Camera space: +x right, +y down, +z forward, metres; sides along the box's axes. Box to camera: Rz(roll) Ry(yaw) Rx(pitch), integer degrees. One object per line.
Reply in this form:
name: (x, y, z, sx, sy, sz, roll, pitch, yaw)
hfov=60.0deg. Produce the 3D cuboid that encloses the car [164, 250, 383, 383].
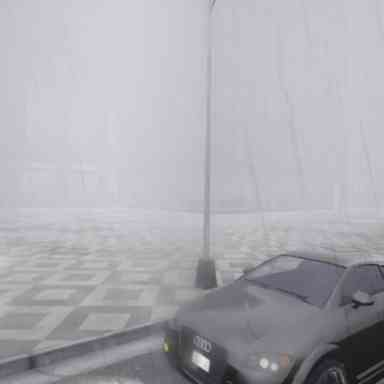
car: (1.706, 1.578, 4.627, 4.181, 1.385, 1.994, 0, 0, -36)
